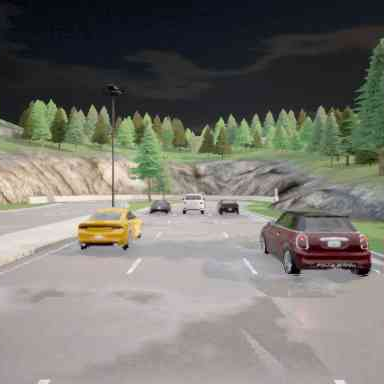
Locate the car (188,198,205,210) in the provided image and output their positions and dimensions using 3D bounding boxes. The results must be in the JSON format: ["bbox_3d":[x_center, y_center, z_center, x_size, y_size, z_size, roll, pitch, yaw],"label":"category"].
[{"bbox_3d":[0.665,1.564,44.578,1.994,1.385,4.181,0,0,6],"label":"car"}]

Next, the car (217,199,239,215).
[{"bbox_3d":[3.634,1.477,33.997,1.882,1.535,5.008,0,0,1],"label":"car"}]

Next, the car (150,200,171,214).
[{"bbox_3d":[-3.333,1.563,35.985,1.994,1.385,4.181,0,0,1],"label":"car"}]

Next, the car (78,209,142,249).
[{"bbox_3d":[-3.394,1.477,14.579,1.882,1.535,5.008,0,0,0],"label":"car"}]

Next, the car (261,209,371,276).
[{"bbox_3d":[3.604,1.351,10.548,2.097,1.767,4.553,0,0,0],"label":"car"}]

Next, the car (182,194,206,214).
[{"bbox_3d":[0.153,1.221,35.233,2.150,2.045,5.566,0,0,0],"label":"car"}]
